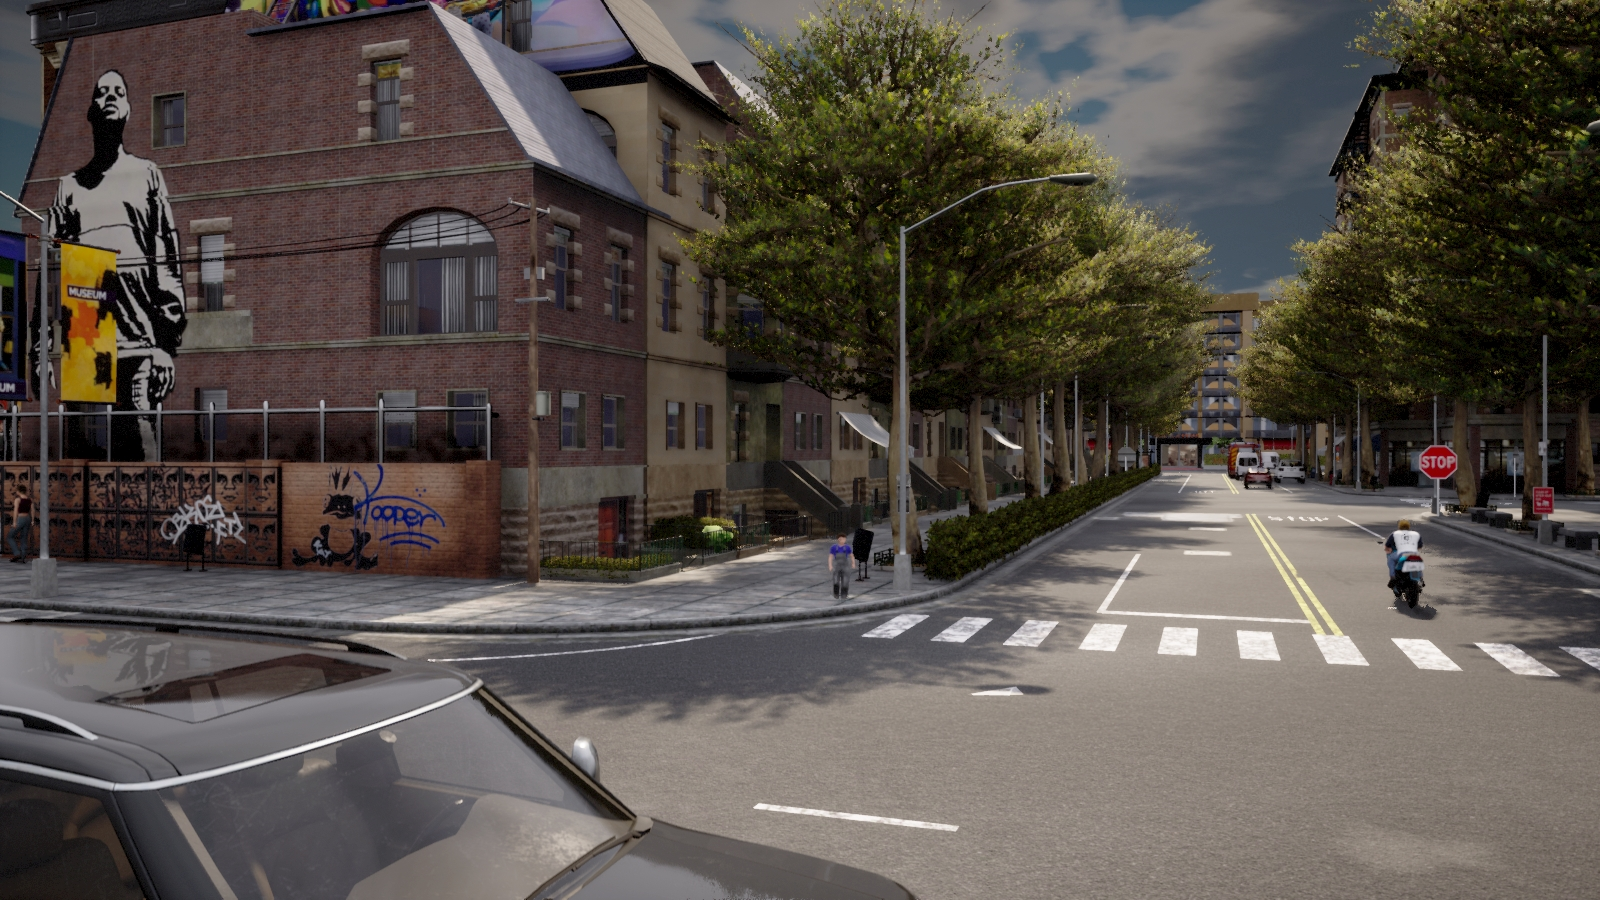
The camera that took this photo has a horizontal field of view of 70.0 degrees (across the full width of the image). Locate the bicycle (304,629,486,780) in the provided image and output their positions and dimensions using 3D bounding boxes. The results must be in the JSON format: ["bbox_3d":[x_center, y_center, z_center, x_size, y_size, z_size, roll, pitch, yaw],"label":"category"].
[{"bbox_3d":[-3.631,2.259,10.318,1.487,1.080,0.859,0,0,-18],"label":"bicycle"}]

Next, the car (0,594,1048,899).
[{"bbox_3d":[-2.101,1.781,4.031,5.566,2.045,2.150,0,0,20],"label":"car"}]

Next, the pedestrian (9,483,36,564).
[{"bbox_3d":[-18.137,1.706,26.658,0.375,1.860,0.375,0,0,22],"label":"pedestrian"}]

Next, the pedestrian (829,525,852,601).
[{"bbox_3d":[0.713,1.979,20.132,0.375,1.300,0.375,0,0,-5],"label":"pedestrian"}]
